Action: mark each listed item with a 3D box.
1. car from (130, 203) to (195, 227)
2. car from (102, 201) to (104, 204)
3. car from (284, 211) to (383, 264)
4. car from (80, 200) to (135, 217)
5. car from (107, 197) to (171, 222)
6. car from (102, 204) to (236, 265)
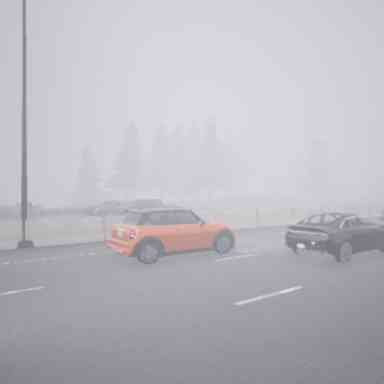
[{"bbox_3d":[-2.080,1.581,23.884,4.181,1.385,1.994,0,0,-36],"label":"car"},{"bbox_3d":[-6.146,1.504,29.582,4.902,1.511,2.128,0,0,-36],"label":"car"},{"bbox_3d":[5.412,1.486,11.909,4.902,1.511,2.128,0,0,-36],"label":"car"},{"bbox_3d":[-8.179,1.543,32.431,4.892,1.490,1.837,0,0,-36],"label":"car"},{"bbox_3d":[-4.199,1.345,26.673,4.553,1.767,2.097,0,0,-35],"label":"car"},{"bbox_3d":[-0.583,1.348,11.930,4.553,1.767,2.097,0,0,-36],"label":"car"}]
